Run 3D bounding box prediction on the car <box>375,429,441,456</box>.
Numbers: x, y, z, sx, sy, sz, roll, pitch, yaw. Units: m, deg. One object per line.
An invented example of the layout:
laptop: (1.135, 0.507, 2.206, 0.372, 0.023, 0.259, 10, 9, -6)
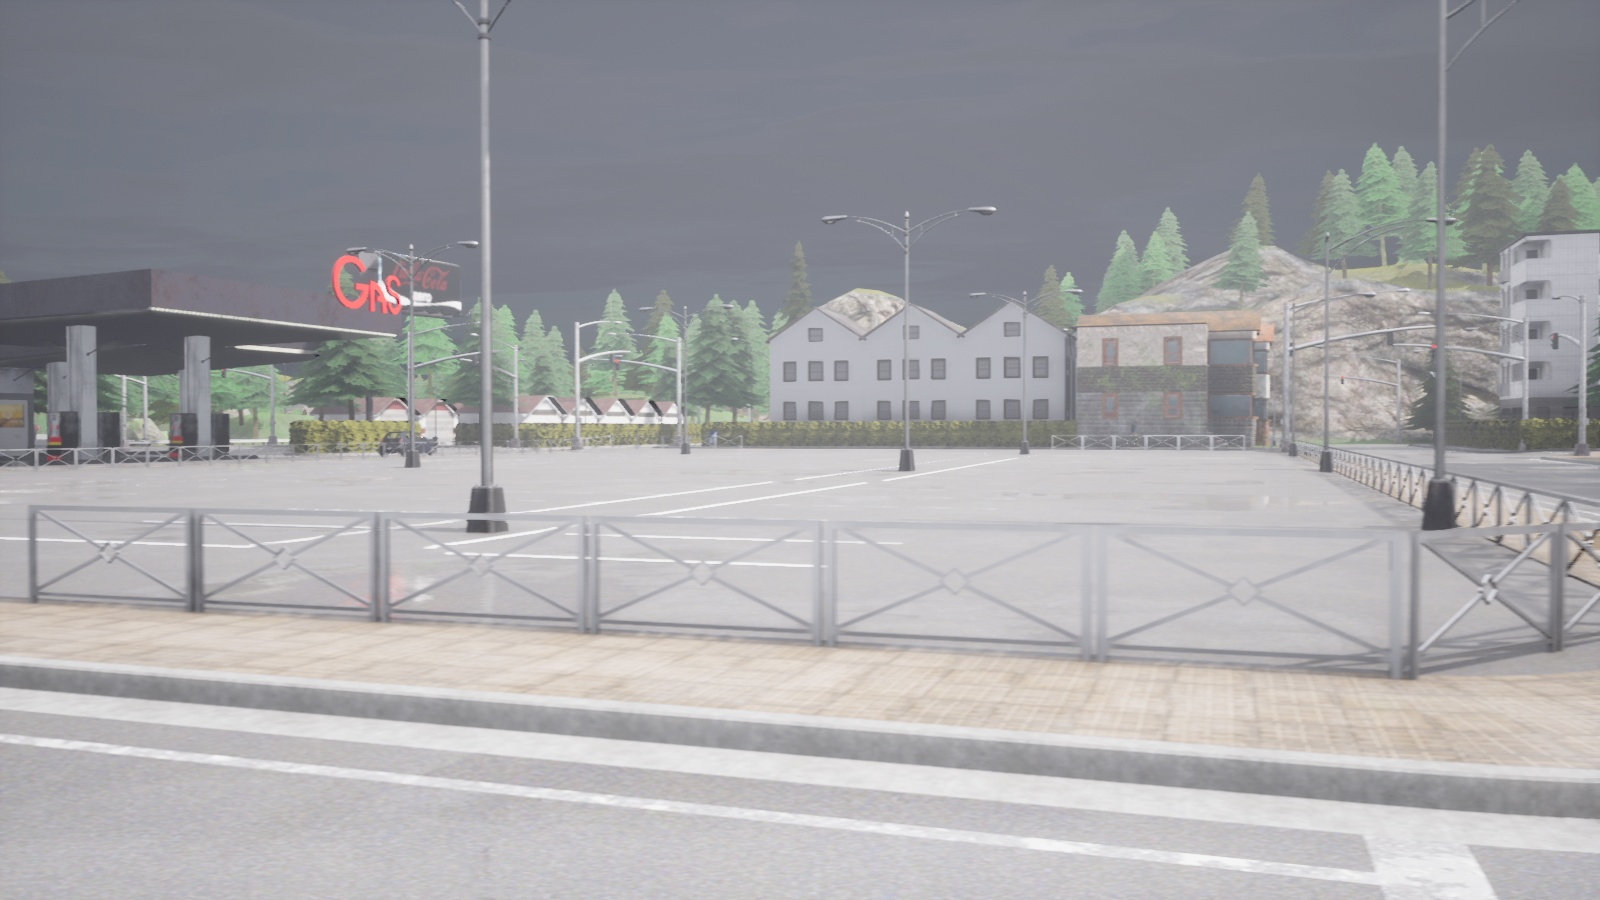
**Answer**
car: (-22.468, -0.475, 72.101, 1.845, 1.501, 3.633, 1, 1, 19)
